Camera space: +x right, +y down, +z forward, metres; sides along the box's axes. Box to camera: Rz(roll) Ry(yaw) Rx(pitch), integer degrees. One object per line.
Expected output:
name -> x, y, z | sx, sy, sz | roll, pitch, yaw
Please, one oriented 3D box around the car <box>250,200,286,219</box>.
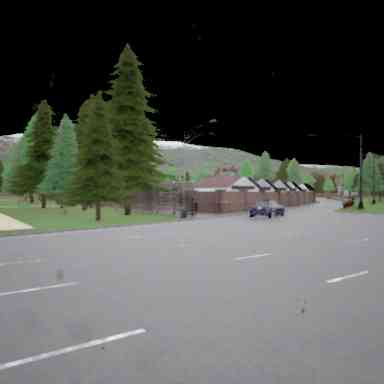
car -> 7.254, 1.514, 31.455 | 2.097, 1.767, 4.553 | 0, 0, 35
